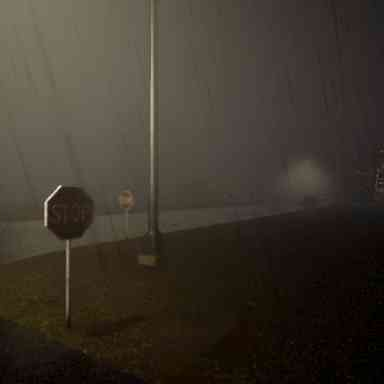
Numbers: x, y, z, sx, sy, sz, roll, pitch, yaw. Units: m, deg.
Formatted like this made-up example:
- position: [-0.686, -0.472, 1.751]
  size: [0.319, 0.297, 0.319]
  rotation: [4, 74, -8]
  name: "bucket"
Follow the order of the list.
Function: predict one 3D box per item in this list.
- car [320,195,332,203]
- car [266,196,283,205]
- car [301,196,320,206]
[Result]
- position: [31.061, 1.574, 78.703]
  size: [2.097, 1.767, 4.553]
  rotation: [0, 0, 28]
  name: "car"
- position: [15.613, 1.521, 62.889]
  size: [2.097, 1.767, 4.553]
  rotation: [0, 0, 34]
  name: "car"
- position: [20.783, 1.540, 58.755]
  size: [2.097, 1.767, 4.553]
  rotation: [0, 0, 29]
  name: "car"
